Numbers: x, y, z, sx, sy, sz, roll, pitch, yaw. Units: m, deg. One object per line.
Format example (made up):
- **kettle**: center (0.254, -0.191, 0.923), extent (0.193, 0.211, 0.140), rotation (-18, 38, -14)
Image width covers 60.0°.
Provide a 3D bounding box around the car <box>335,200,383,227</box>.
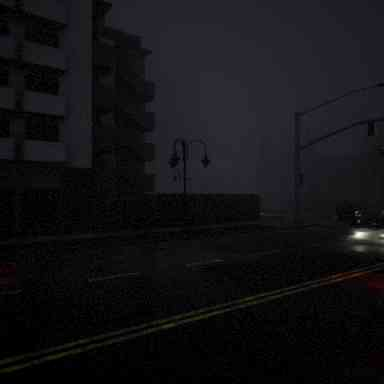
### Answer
- **car**: center (11.360, 1.350, 22.535), extent (2.097, 1.767, 4.553), rotation (0, 0, 6)
